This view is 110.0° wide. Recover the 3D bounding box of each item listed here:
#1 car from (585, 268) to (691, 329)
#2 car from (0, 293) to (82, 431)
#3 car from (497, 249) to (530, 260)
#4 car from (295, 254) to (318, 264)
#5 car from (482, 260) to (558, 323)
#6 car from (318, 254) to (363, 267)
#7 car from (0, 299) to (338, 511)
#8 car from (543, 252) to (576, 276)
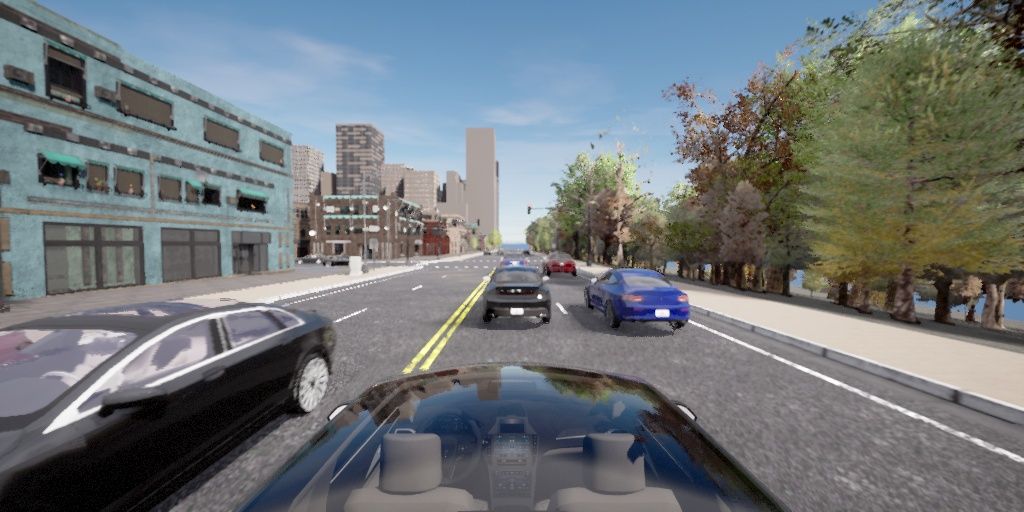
[{"bbox_3d":[3.380,1.074,10.333,1.812,1.442,4.674,0,1,0],"label":"car"},{"bbox_3d":[-6.601,1.260,2.393,1.812,1.442,4.674,0,1,0],"label":"car"},{"bbox_3d":[0.198,0.507,27.203,2.097,1.767,4.553,0,1,0],"label":"car"},{"bbox_3d":[-28.095,0.427,50.536,4.403,1.370,2.007,0,0,0],"label":"car"},{"bbox_3d":[0.133,1.035,11.135,1.837,1.490,4.892,0,1,0],"label":"car"},{"bbox_3d":[-19.794,0.629,41.994,4.313,1.339,1.948,0,0,0],"label":"car"},{"bbox_3d":[-3.348,1.212,3.030,2.128,1.511,4.902,0,1,0],"label":"car"},{"bbox_3d":[3.446,0.516,26.803,2.097,1.767,4.553,0,1,0],"label":"car"}]
